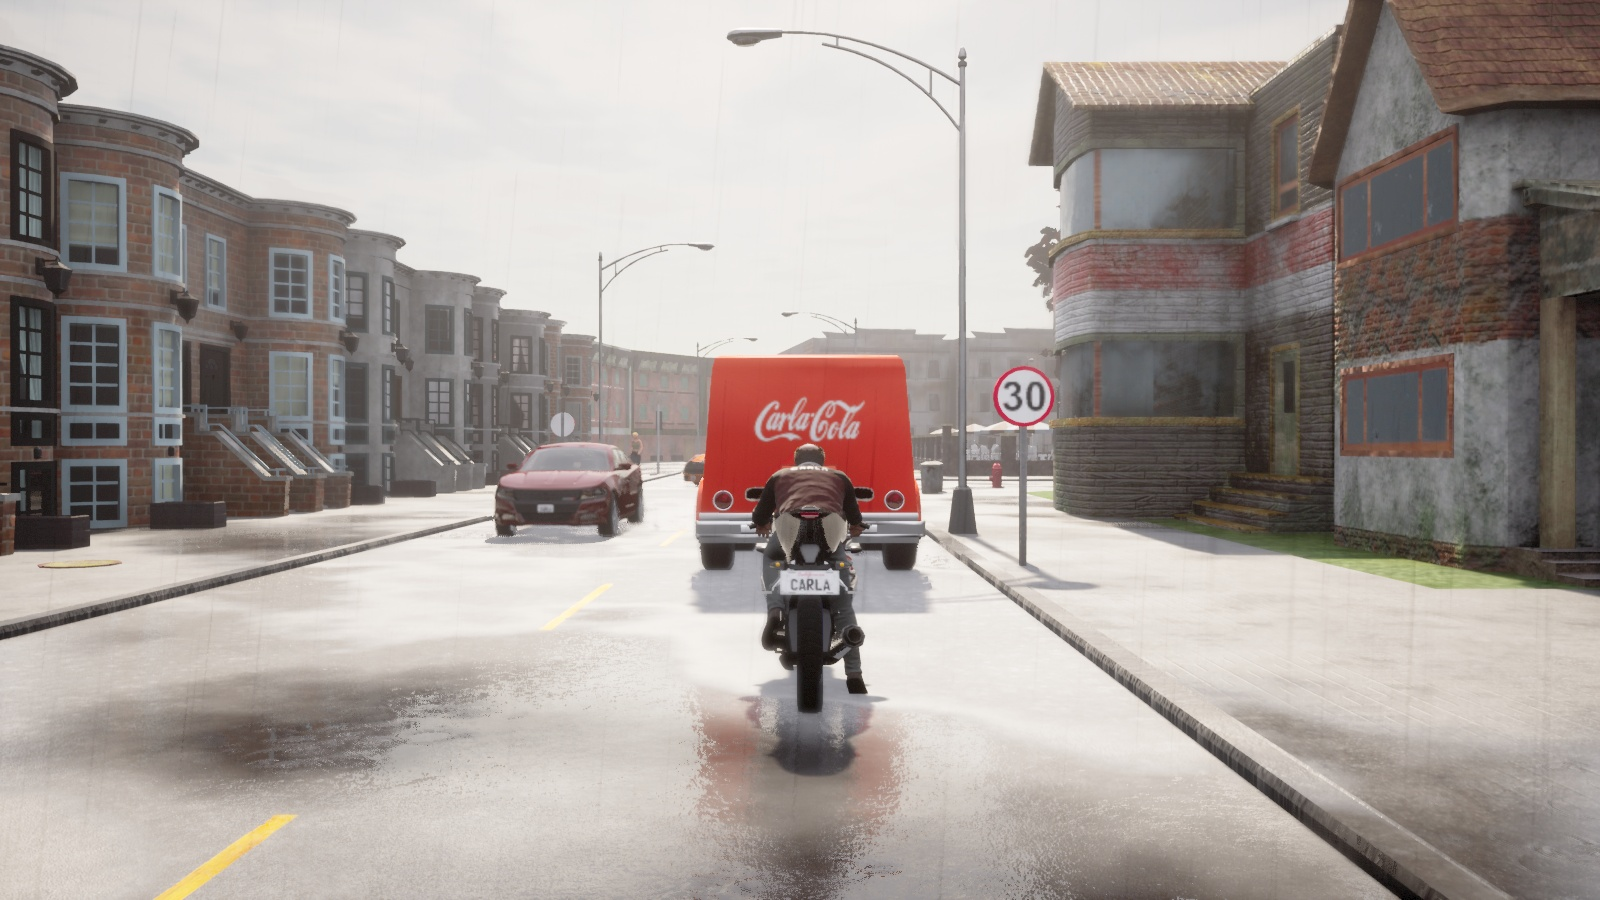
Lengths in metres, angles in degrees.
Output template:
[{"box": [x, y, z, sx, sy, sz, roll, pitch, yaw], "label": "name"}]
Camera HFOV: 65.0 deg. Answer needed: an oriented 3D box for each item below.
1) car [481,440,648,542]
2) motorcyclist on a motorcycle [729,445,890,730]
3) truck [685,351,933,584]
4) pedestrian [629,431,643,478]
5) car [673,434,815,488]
[{"box": [-3.864, 0.600, 21.465, 1.882, 1.535, 5.008, 0, 0, 0], "label": "car"}, {"box": [0.059, 0.737, 7.850, 0.866, 1.530, 2.191, 0, 0, 0], "label": "motorcyclist on a motorcycle"}, {"box": [0.105, 0.169, 15.909, 2.627, 2.467, 5.204, 0, 0, 0], "label": "truck"}, {"box": [-6.514, 0.170, 49.810, 0.345, 1.836, 0.594, 0, 0, 15], "label": "pedestrian"}, {"box": [-1.901, 0.357, 43.656, 4.553, 1.767, 2.097, 0, 1, -38], "label": "car"}]
